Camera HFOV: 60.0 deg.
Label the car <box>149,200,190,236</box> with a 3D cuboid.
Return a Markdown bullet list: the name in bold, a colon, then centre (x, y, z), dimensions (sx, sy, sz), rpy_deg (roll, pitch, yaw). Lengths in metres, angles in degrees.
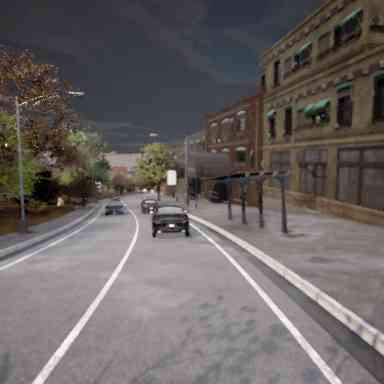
- **car**: centre (-1.282, 1.452, 18.300), dimensions (1.882, 1.535, 5.008), rpy_deg (-1, 0, -7)

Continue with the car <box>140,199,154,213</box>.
- **car**: centre (-4.640, 1.509, 36.214), dimensions (1.812, 1.442, 4.674), rpy_deg (-1, 0, -12)

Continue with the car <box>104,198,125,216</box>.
- **car**: centre (-7.815, 1.615, 33.587), dimensions (2.033, 1.411, 5.357), rpy_deg (-1, 0, -13)

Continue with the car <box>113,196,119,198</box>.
- **car**: centre (-16.776, 1.692, 73.291), dimensions (2.033, 1.411, 5.357), rpy_deg (-1, 0, -13)
